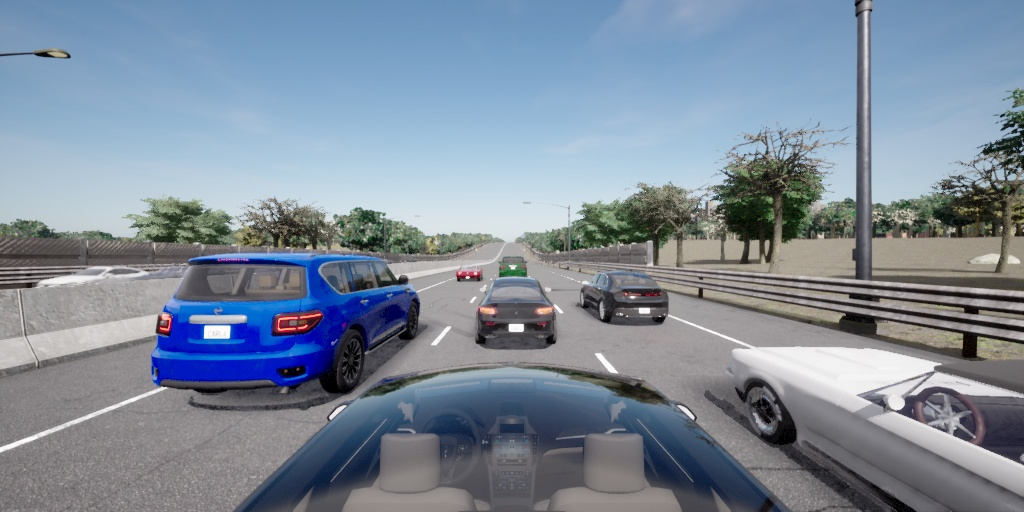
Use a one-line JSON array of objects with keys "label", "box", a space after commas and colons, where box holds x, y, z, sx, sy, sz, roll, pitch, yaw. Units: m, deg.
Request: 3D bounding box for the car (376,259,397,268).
[{"label": "car", "box": [-21.057, 1.286, 60.316, 1.812, 1.442, 4.674, 0, 0, 0]}]

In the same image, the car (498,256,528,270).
[{"label": "car", "box": [0.074, 0.988, 28.792, 2.150, 2.045, 5.566, 0, 0, 0]}]

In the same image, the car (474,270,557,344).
[{"label": "car", "box": [0.092, 1.271, 9.485, 1.812, 1.442, 4.674, 0, 0, 0]}]

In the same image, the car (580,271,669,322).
[{"label": "car", "box": [3.594, 1.249, 12.199, 1.837, 1.490, 4.892, 0, 0, 0]}]

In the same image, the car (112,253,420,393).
[{"label": "car", "box": [-3.405, 0.969, 6.821, 2.150, 2.045, 5.566, 0, 0, 0]}]

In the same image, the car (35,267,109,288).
[{"label": "car", "box": [-21.117, 1.272, 18.555, 1.812, 1.442, 4.674, 0, 0, 0]}]

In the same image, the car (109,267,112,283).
[{"label": "car", "box": [-17.617, 1.238, 19.170, 2.128, 1.511, 4.902, 0, 0, 0]}]

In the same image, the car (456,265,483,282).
[{"label": "car", "box": [-3.423, 1.370, 29.680, 1.895, 1.301, 4.718, 0, 0, -1]}]

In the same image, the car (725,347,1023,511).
[{"label": "car", "box": [3.597, 1.350, 2.337, 1.895, 1.301, 4.718, 0, 0, 0]}]

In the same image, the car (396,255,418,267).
[{"label": "car", "box": [-17.557, 0.835, 60.286, 2.150, 2.045, 5.566, 0, 0, 0]}]
